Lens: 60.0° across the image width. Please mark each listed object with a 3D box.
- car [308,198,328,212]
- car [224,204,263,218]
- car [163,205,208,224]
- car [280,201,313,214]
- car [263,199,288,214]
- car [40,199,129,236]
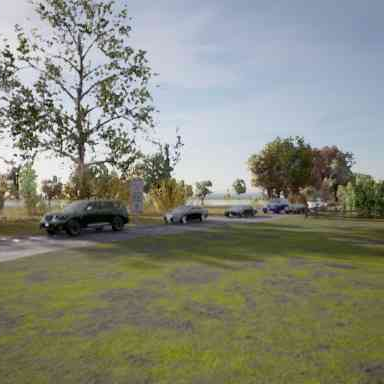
[{"bbox_3d":[19.929,2.046,52.909,2.150,2.045,5.566,-1,-2,35],"label":"car"},{"bbox_3d":[5.594,2.099,37.355,2.033,1.411,5.357,-1,-2,35],"label":"car"},{"bbox_3d":[-0.473,1.884,28.695,2.128,1.511,4.902,-1,-1,35],"label":"car"},{"bbox_3d":[13.993,2.212,44.324,2.033,1.411,5.357,-1,-2,35],"label":"car"},{"bbox_3d":[11.710,1.933,46.018,2.150,2.045,5.566,-1,-2,36],"label":"car"},{"bbox_3d":[-6.312,1.463,20.328,2.150,2.045,5.566,-1,-1,34],"label":"car"}]
